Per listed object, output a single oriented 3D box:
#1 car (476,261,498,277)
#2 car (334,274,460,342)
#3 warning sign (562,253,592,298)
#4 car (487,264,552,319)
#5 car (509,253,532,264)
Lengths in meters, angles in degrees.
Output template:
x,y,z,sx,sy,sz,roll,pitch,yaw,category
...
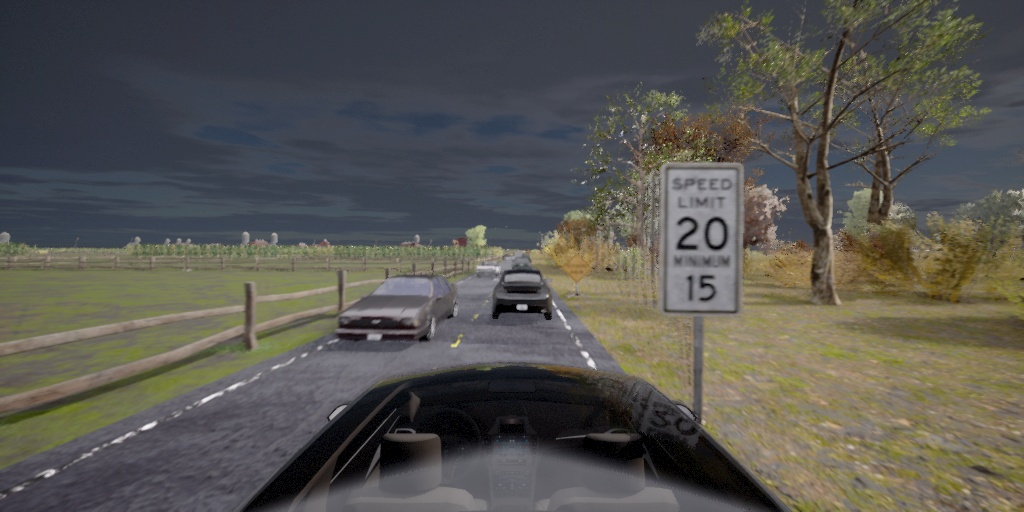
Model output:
x,y,z,sx,sy,sz,roll,pitch,yaw,category
-2.029,1.138,31.673,1.895,1.301,4.718,1,0,2,car
-2.673,1.220,9.823,2.033,1.411,5.357,1,0,2,car
2.779,0.814,15.405,1.300,1.860,1.060,0,0,2,warning sign
0.356,1.194,12.610,1.837,1.490,4.892,1,0,2,car
1.039,0.875,38.141,2.097,1.767,4.553,1,0,2,car
